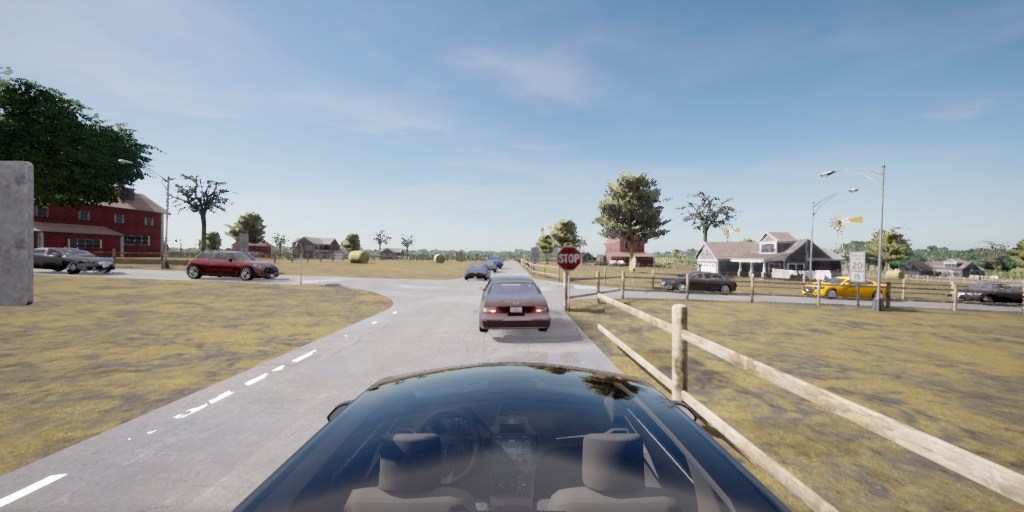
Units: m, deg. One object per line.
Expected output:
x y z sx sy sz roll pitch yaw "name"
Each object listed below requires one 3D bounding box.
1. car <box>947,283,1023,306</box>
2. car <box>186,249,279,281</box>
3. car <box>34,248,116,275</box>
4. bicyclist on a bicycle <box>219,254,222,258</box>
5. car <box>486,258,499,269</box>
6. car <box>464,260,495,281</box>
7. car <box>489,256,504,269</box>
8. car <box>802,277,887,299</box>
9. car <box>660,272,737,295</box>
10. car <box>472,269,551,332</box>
33.017 2.609 24.633 4.902 1.511 2.128 2 0 0 "car"
-16.693 0.511 21.639 4.553 1.767 2.097 2 0 0 "car"
-26.947 0.270 21.627 4.902 1.511 2.128 2 0 0 "car"
-22.612 0.405 27.619 0.582 1.620 1.656 2 0 0 "bicyclist on a bicycle"
-2.830 1.289 43.313 1.812 1.442 4.674 0 0 0 "car"
-2.841 1.306 30.215 2.033 1.411 5.357 0 0 0 "car"
-2.784 0.996 56.212 2.150 2.045 5.566 0 0 0 "car"
22.803 2.177 24.629 5.008 1.535 1.882 2 0 0 "car"
12.708 1.803 24.570 4.892 1.490 1.837 2 0 -2 "car"
-0.032 1.298 10.844 2.033 1.411 5.357 0 0 -3 "car"
